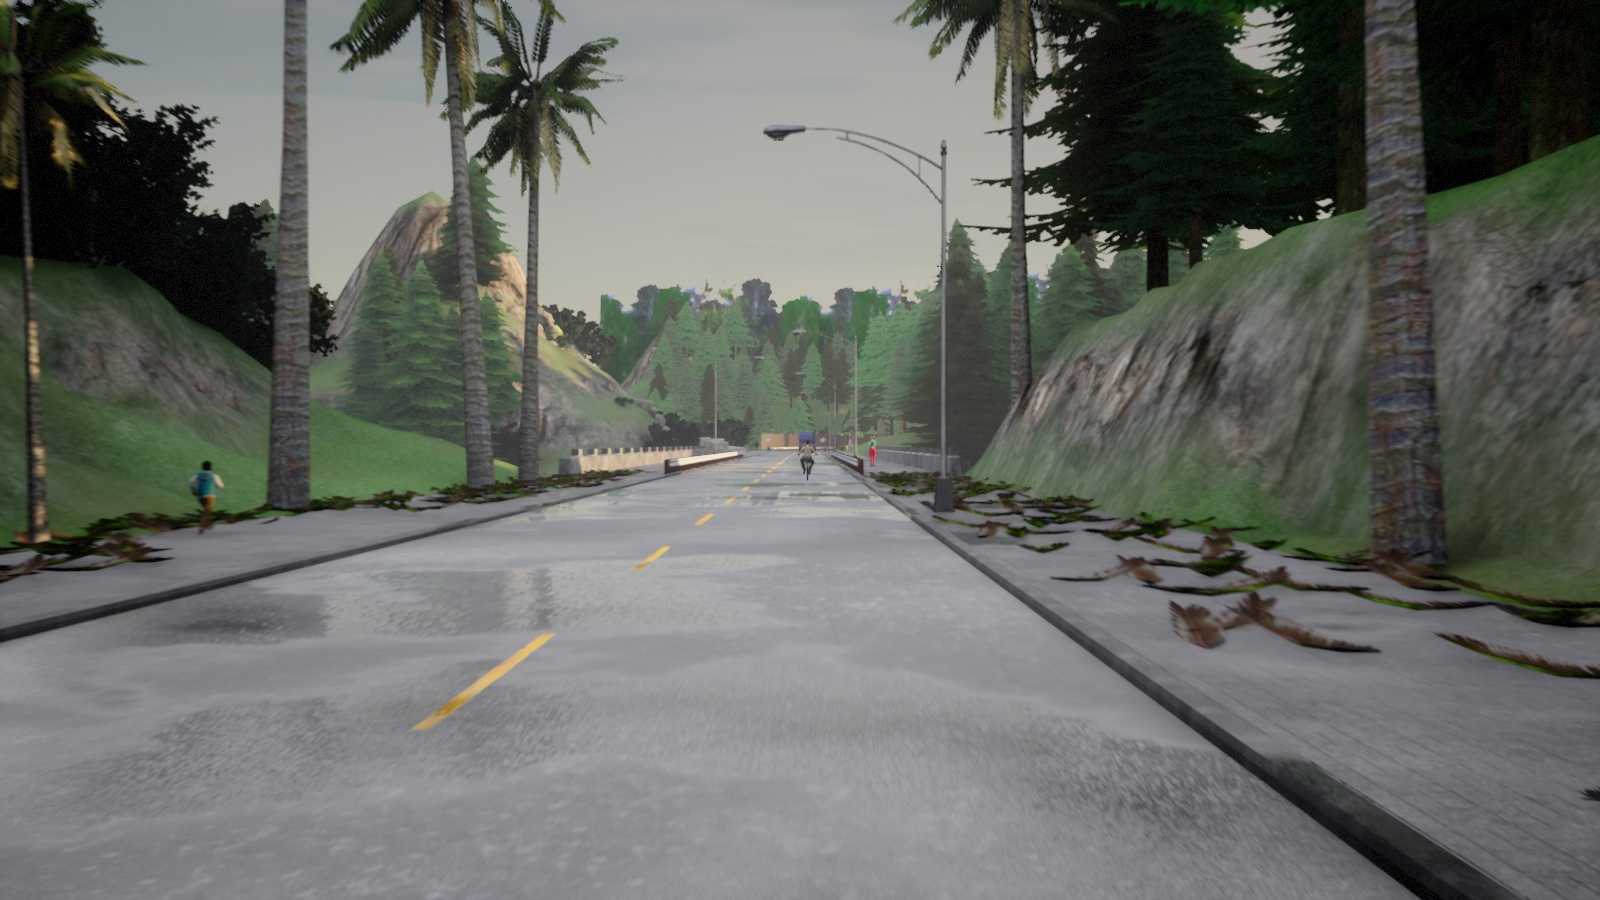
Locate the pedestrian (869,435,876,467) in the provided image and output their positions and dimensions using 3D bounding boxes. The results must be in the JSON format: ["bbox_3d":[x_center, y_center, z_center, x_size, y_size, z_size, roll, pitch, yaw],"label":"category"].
[{"bbox_3d":[4.243,0.050,73.519,0.345,1.836,0.594,0,0,1],"label":"pedestrian"}]

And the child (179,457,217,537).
[{"bbox_3d":[-9.096,0.708,18.978,0.343,1.192,0.448,0,0,1],"label":"child"}]
